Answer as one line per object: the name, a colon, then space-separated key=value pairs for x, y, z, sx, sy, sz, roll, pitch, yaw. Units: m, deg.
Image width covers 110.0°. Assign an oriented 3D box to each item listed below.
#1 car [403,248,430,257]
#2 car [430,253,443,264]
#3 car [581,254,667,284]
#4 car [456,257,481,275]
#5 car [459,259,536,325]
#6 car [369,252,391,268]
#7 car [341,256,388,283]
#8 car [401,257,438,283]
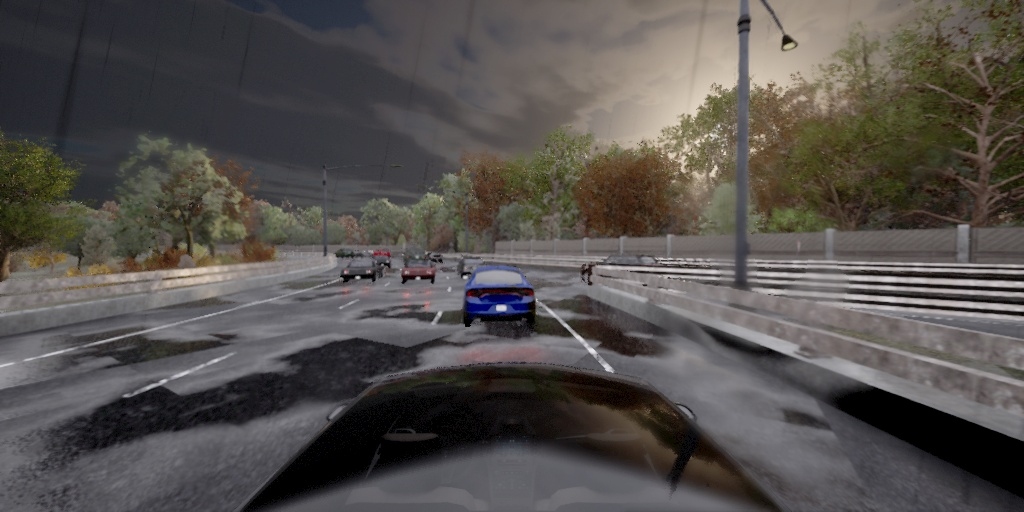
car: x=-10.726 y=0.187 z=39.591 sx=2.150 sy=2.045 sz=5.566 roll=0 pitch=1 yaw=-20
car: x=-10.742 y=0.269 z=48.502 sx=1.837 sy=1.490 sz=4.892 roll=0 pitch=1 yaw=-26
car: x=5.905 y=0.687 z=19.480 sx=2.097 sy=1.767 sz=4.553 roll=-1 pitch=1 yaw=-36
car: x=-2.946 y=0.786 z=26.015 sx=2.033 sy=1.411 sz=5.357 roll=0 pitch=1 yaw=-13
car: x=-0.491 y=1.030 z=11.017 sx=1.882 sy=1.535 sz=5.008 roll=0 pitch=1 yaw=-6
car: x=-14.241 y=0.586 z=39.005 sx=1.895 sy=1.301 sz=4.718 roll=-1 pitch=1 yaw=-21
car: x=-9.438 y=0.916 z=23.024 sx=1.895 sy=1.301 sz=4.718 roll=0 pitch=1 yaw=-12
car: x=-5.754 y=0.922 z=22.438 sx=1.895 sy=1.301 sz=4.718 roll=0 pitch=1 yaw=-12
